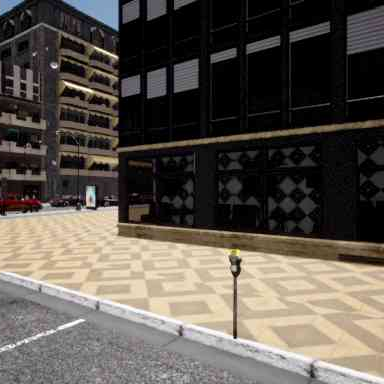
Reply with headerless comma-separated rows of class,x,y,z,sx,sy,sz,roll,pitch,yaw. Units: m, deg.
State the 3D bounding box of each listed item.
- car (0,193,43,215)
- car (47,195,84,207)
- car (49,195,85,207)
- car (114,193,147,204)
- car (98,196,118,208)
car,-15.642,1.029,28.813,2.192,1.841,5.009,1,2,35
car,-16.166,1.074,42.663,1.802,1.307,4.206,1,2,35
car,-14.699,1.082,40.274,1.994,1.385,4.181,0,1,35
car,-8.895,0.853,48.519,1.812,1.442,4.674,0,1,35
car,-9.271,1.072,37.901,1.947,1.339,4.313,1,2,35
